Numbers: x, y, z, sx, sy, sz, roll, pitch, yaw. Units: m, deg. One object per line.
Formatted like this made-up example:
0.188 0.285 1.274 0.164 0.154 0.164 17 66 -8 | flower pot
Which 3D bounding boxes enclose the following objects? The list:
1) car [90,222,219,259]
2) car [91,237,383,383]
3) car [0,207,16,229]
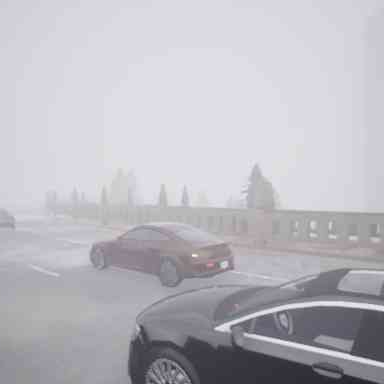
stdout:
-0.988 1.587 9.456 4.674 1.442 1.812 0 0 40 | car
1.508 1.510 3.057 4.902 1.511 2.128 0 0 36 | car
-13.117 1.715 22.017 1.994 1.385 4.181 0 0 -39 | car
